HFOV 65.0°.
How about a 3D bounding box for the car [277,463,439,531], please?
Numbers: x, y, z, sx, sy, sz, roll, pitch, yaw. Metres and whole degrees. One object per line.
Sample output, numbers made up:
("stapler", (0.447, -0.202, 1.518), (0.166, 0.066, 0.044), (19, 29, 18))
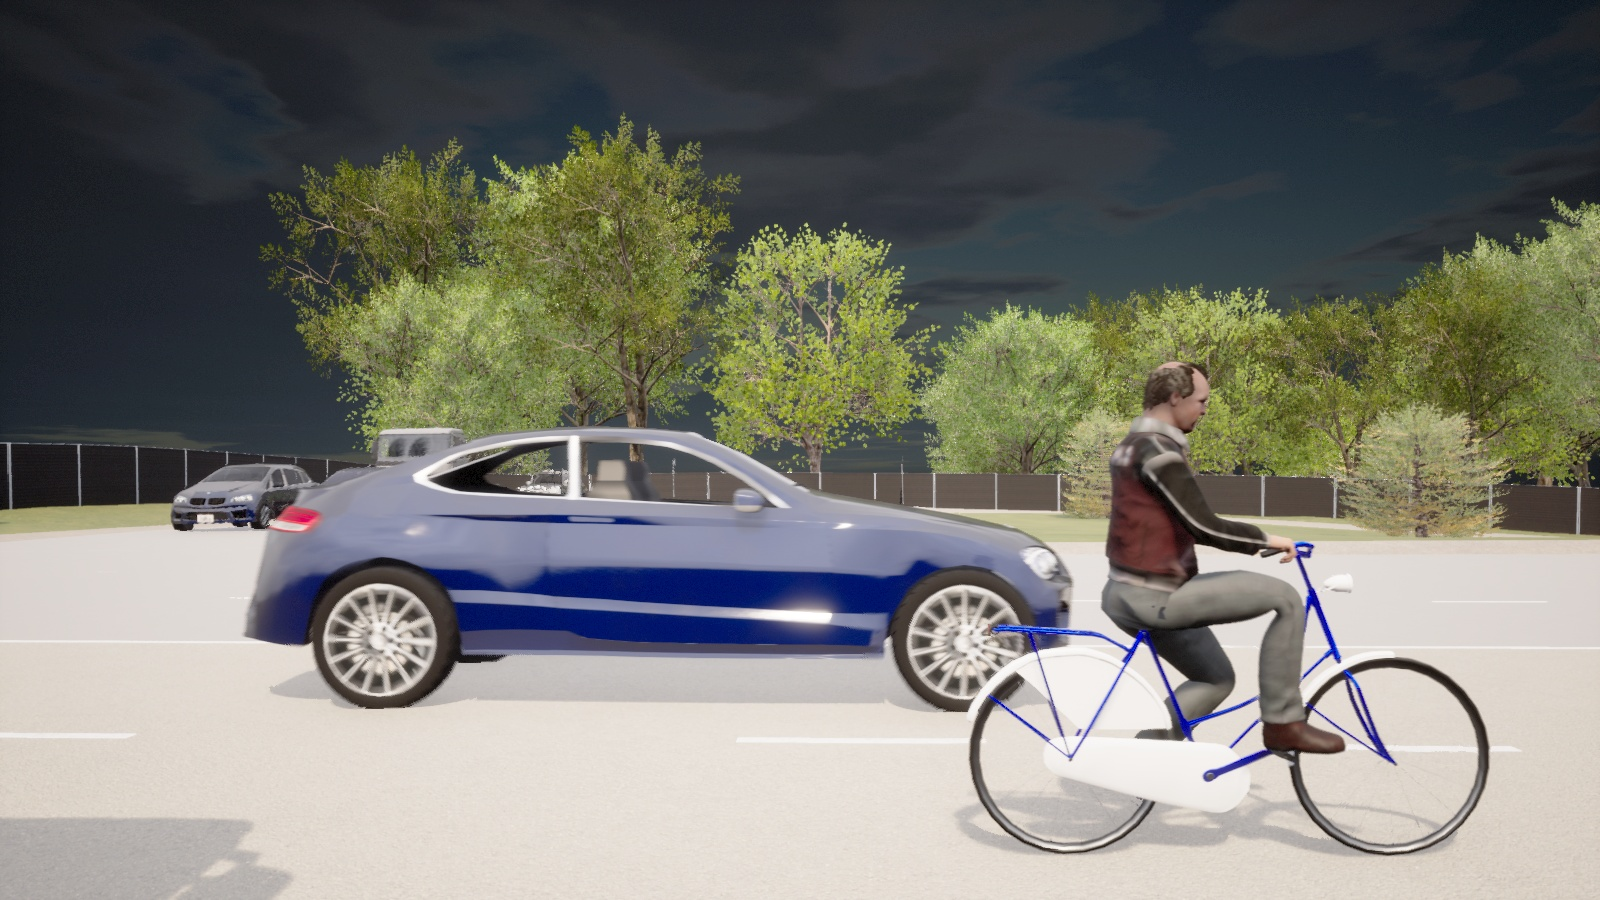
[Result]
("car", (-10.625, 1.113, 30.614), (2.128, 1.511, 4.902), (-1, -1, 1))

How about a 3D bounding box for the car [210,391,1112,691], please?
("car", (-0.764, 0.523, 8.066), (5.027, 1.651, 2.152), (0, -2, 2))

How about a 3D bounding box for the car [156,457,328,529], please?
("car", (-14.095, 1.084, 32.061), (2.242, 1.667, 4.611), (-1, -2, 1))

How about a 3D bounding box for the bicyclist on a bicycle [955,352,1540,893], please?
("bicyclist on a bicycle", (1.515, 0.571, 4.477), (1.843, 1.776, 0.659), (0, 0, 2))

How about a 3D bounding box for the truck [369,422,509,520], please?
("truck", (-13.809, 0.904, 48.771), (2.891, 3.462, 7.936), (-1, -2, 2))
